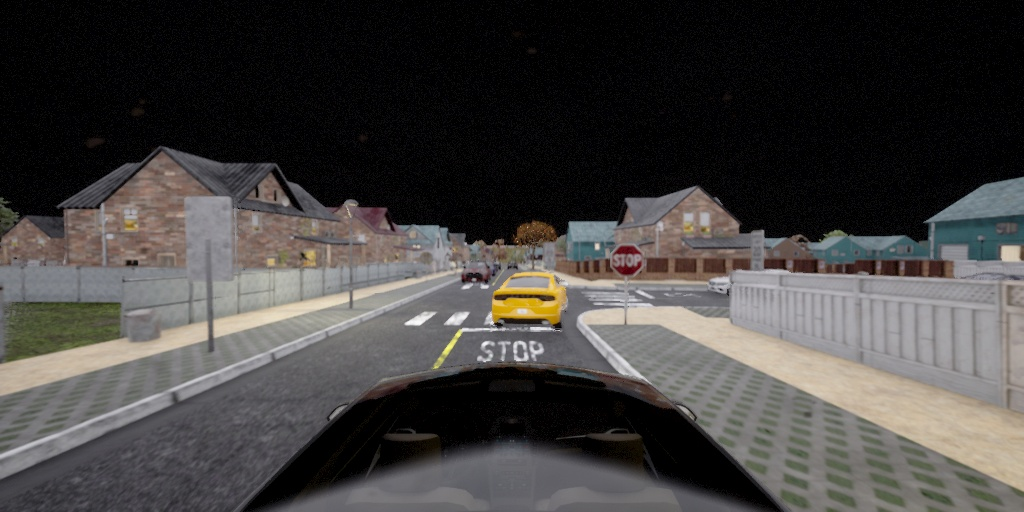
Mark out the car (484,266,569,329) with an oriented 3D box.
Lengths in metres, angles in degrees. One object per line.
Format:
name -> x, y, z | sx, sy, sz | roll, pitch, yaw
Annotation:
car -> 0.749, 1.260, 11.519 | 1.882, 1.535, 5.008 | 0, 0, 11

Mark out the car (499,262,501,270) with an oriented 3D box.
car -> -2.837, 1.541, 49.284 | 2.033, 1.411, 5.357 | 0, 0, 0

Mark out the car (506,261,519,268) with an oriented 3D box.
car -> 0.101, 1.611, 61.127 | 1.837, 1.490, 4.892 | 0, -1, 0

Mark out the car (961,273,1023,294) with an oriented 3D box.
car -> 22.420, 1.485, 16.584 | 4.181, 1.385, 1.994 | 1, 2, 13

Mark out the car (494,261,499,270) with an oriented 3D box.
car -> -2.843, 1.265, 39.057 | 2.097, 1.767, 4.553 | 0, 0, 0

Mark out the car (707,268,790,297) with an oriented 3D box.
car -> 12.585, 1.344, 18.297 | 4.674, 1.442, 1.812 | 1, 2, 8

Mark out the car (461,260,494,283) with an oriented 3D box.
car -> -2.846, 1.204, 29.093 | 2.097, 1.767, 4.553 | 0, 0, 0
